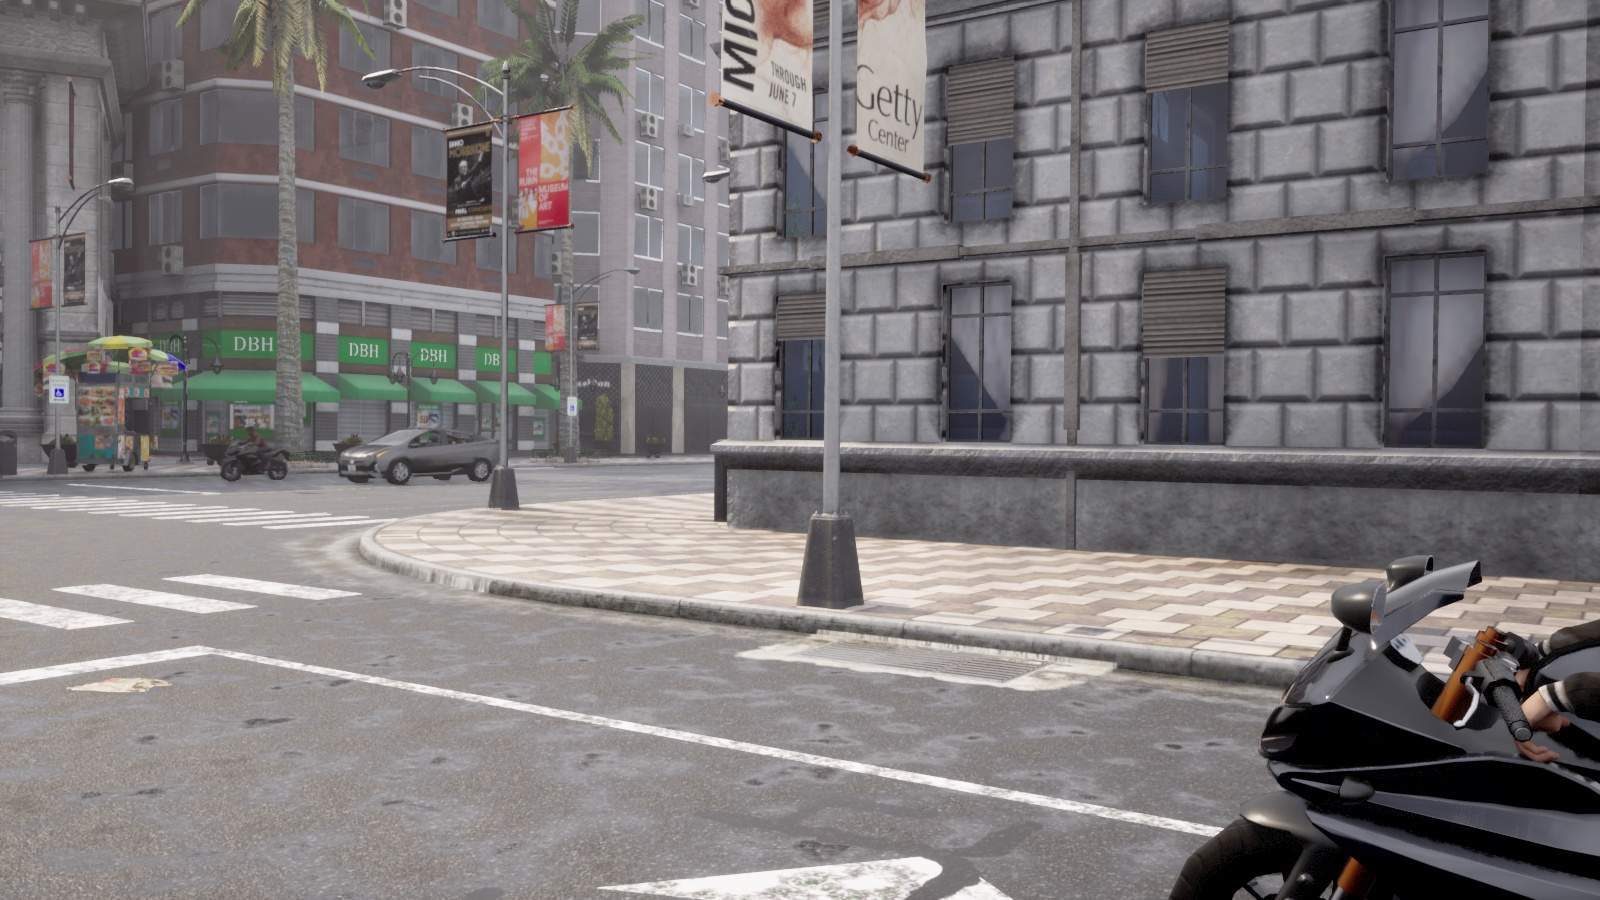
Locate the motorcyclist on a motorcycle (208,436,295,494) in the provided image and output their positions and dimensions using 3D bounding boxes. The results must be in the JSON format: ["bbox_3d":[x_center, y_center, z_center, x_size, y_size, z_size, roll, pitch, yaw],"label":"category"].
[{"bbox_3d":[-14.941,0.381,34.242,0.797,1.523,2.044,0,1,34],"label":"motorcyclist on a motorcycle"}]

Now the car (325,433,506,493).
[{"bbox_3d":[-10.506,0.301,34.602,2.007,1.525,4.514,0,1,33],"label":"car"}]

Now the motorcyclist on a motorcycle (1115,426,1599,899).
[{"bbox_3d":[1.824,0.717,2.412,2.191,1.530,0.866,0,1,34],"label":"motorcyclist on a motorcycle"}]
